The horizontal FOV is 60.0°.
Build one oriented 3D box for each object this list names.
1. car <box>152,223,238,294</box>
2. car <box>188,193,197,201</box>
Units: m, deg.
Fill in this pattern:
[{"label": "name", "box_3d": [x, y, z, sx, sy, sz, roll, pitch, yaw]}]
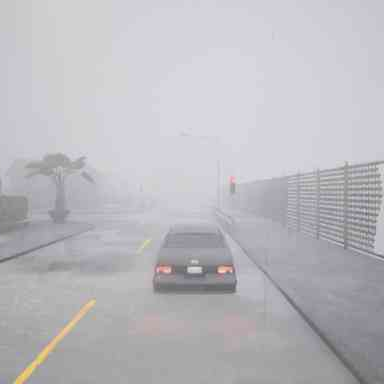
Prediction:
[{"label": "car", "box_3d": [0.073, 1.556, 8.935, 2.033, 1.411, 5.357, 0, 0, 1]}, {"label": "car", "box_3d": [0.095, 1.306, 87.039, 2.150, 2.045, 5.566, 0, 0, 0]}]
